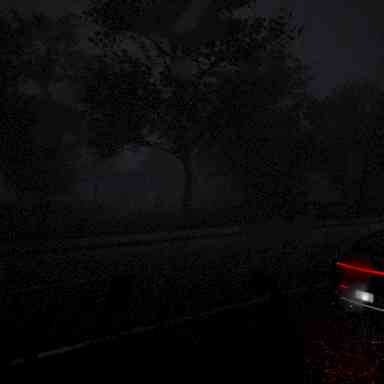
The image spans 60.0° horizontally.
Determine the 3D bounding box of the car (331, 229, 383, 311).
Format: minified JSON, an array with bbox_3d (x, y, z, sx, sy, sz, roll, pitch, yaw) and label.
[{"bbox_3d":[4.910,1.492,6.873,4.892,1.490,1.837,0,0,-33],"label":"car"}]
